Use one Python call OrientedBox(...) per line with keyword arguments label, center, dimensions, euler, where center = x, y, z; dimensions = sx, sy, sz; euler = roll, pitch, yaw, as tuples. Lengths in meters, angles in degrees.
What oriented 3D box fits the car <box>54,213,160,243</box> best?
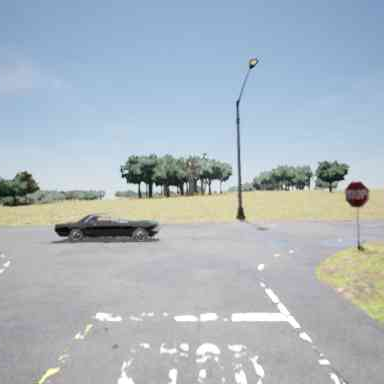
OrientedBox(label="car", center=(-3.895, 1.656, 15.928), dimensions=(4.718, 1.301, 1.895), euler=(0, -1, 0))
